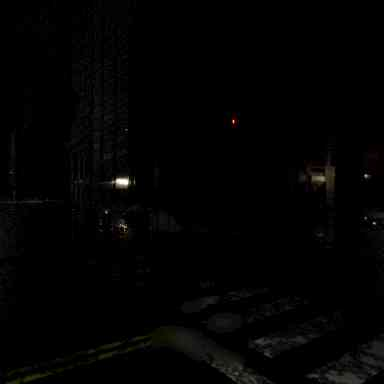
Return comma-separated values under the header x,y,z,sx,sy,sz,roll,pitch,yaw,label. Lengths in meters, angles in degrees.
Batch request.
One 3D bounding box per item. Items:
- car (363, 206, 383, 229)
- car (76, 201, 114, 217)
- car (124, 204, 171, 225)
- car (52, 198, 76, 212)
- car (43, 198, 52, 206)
x,y,z,sx,sy,sz,roll,pitch,yaw,label
12.682,1.570,20.850,4.674,1.442,1.812,0,0,-33,car
-9.324,1.620,32.722,2.128,1.511,4.902,1,-1,-36,car
-3.370,1.607,24.360,1.812,1.442,4.674,1,-1,-37,car
-15.478,1.724,41.408,2.033,1.411,5.357,1,-1,-34,car
-26.506,1.802,62.428,2.128,1.511,4.902,1,-1,-36,car
